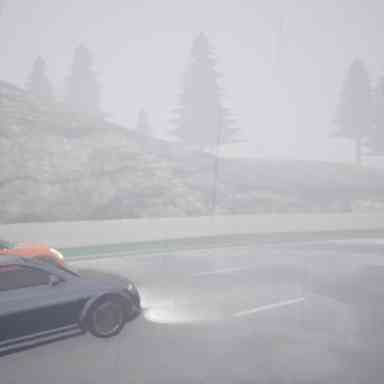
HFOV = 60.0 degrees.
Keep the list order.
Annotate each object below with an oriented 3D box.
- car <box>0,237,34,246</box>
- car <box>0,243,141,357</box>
[{"bbox_3d":[-5.500,1.625,8.156,4.553,1.767,2.097,1,-2,-41],"label":"car"},{"bbox_3d":[-2.957,1.746,5.475,4.181,1.385,1.994,1,-2,-39],"label":"car"}]
